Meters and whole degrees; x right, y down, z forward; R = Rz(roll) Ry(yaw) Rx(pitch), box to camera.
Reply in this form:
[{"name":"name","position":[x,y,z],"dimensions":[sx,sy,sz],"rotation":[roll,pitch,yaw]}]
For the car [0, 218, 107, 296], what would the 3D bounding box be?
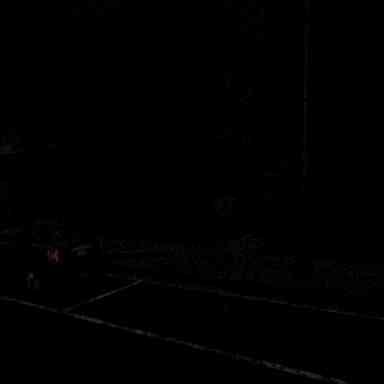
[{"name":"car","position":[-4.259,1.435,8.632],"dimensions":[4.097,1.590,1.967],"rotation":[0,1,29]}]
